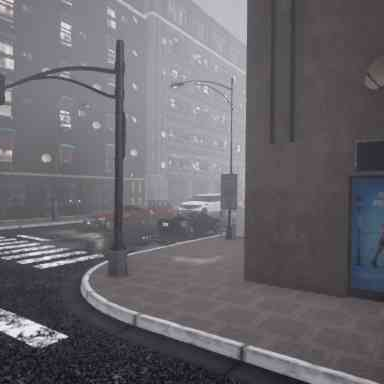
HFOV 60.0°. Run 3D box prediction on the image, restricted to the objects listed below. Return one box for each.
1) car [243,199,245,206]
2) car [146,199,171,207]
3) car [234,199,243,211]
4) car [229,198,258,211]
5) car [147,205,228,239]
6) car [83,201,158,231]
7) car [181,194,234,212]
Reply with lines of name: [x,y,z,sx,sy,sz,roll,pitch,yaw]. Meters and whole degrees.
car: [7.017,1.289,37.261,2.097,1.767,4.553,1,1,35]
car: [-3.322,1.362,26.830,1.967,1.590,4.097,1,1,35]
car: [3.096,1.223,35.979,2.192,1.841,5.009,1,1,35]
car: [6.302,1.483,40.556,1.802,1.307,4.206,1,1,35]
car: [-0.081,1.599,17.733,1.947,1.339,4.313,1,1,35]
car: [-4.530,1.487,20.820,1.812,1.442,4.674,1,1,35]
car: [1.144,1.171,28.905,2.150,2.045,5.566,1,1,35]
